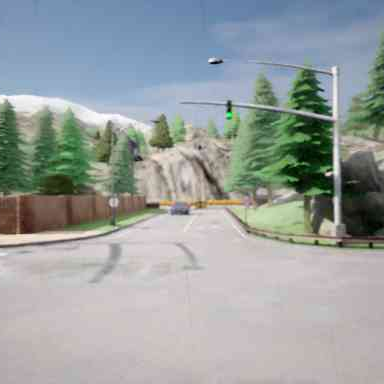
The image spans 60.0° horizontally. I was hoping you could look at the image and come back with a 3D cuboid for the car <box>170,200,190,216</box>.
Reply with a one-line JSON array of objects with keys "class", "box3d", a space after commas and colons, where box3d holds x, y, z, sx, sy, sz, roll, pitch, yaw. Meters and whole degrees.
[{"class": "car", "box3d": [-1.349, 1.862, 39.263, 2.097, 1.767, 4.553, -1, -1, 3]}]
